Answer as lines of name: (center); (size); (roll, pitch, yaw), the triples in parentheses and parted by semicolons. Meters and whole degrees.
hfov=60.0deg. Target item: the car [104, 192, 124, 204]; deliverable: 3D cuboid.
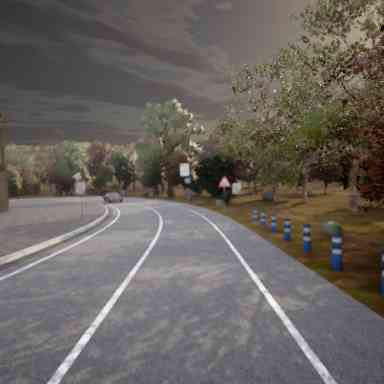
car: (-10.594, 0.796, 44.741); (1.837, 1.490, 4.892); (-3, 2, -27)

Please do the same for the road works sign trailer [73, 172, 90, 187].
road works sign trailer: (-24.481, -2.302, 72.534); (2.880, 3.560, 2.380); (-21, 15, 30)
